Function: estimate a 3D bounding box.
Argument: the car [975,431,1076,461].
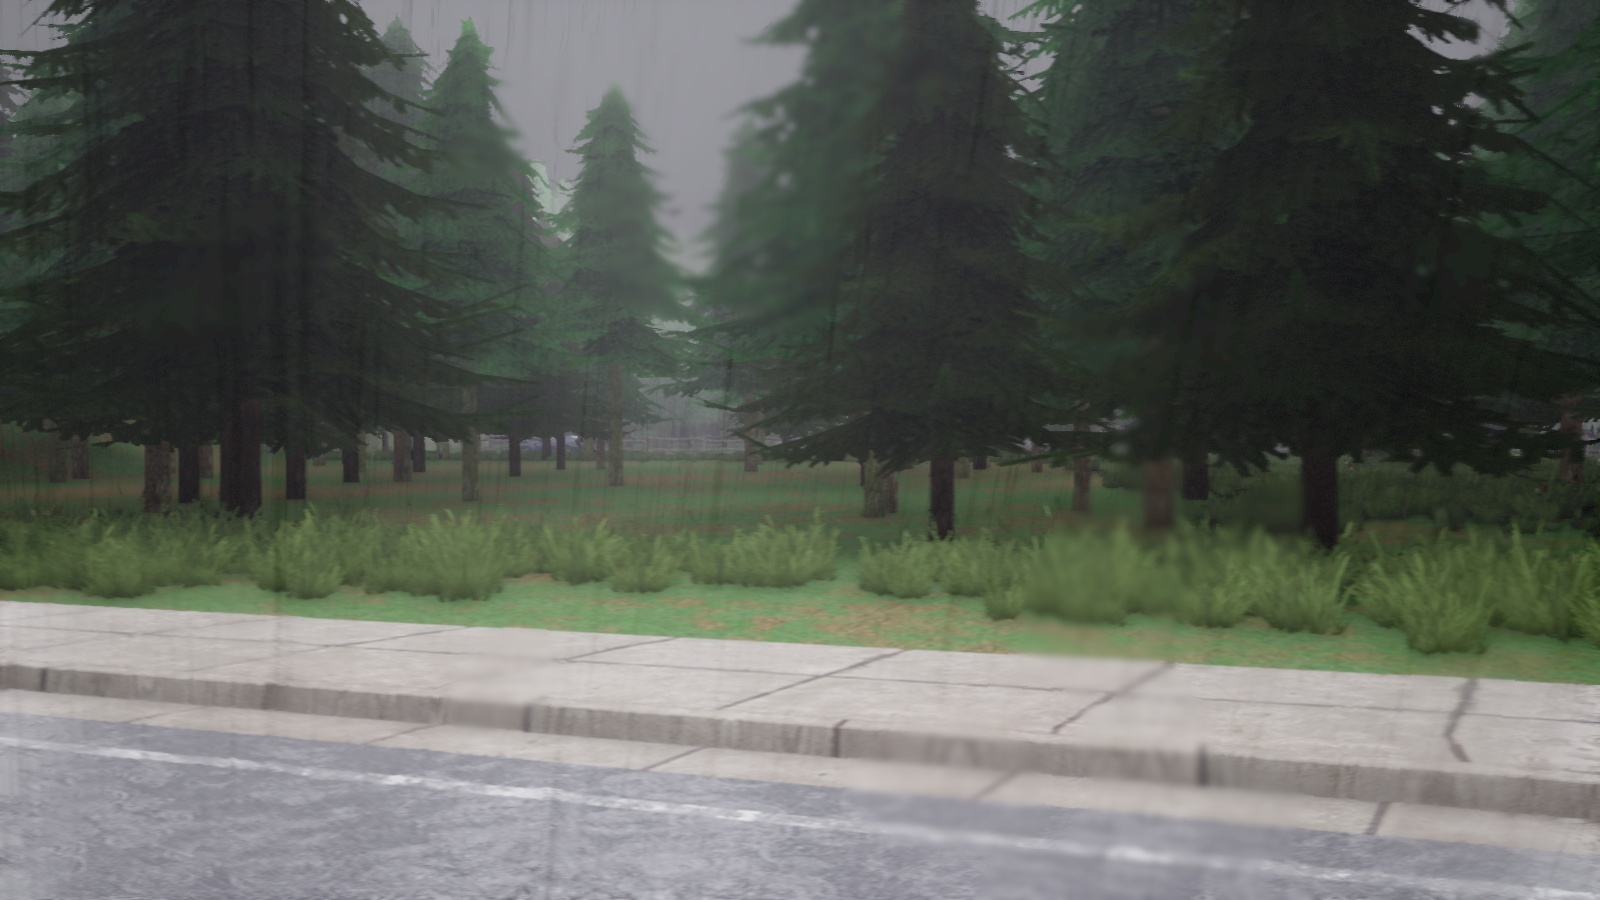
[{"bbox_3d":[11.899,-0.220,66.174,4.902,1.511,2.128,0,1,21],"label":"car"}]

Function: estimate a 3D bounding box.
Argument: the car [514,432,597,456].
[{"bbox_3d":[-14.872,-0.370,76.312,4.674,1.442,1.812,0,1,20],"label":"car"}]

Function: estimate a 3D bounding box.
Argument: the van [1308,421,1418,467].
[{"bbox_3d":[25.505,-0.280,57.005,4.480,2.038,2.069,0,1,23],"label":"van"}]
